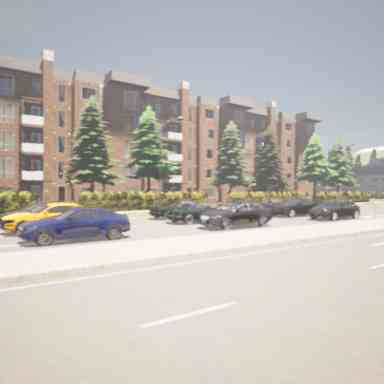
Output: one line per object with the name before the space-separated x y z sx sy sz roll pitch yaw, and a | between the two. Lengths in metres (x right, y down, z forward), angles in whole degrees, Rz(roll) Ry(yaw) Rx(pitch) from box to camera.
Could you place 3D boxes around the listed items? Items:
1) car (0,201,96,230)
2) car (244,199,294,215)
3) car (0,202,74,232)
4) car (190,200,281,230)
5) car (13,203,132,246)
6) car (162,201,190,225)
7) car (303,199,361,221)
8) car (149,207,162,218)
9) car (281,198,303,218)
car | -8.844 1.353 20.358 5.357 1.411 2.033 0 1 -35
car | 7.305 1.393 31.490 4.718 1.301 1.895 0 1 -35
car | -7.056 1.314 17.345 5.008 1.535 1.882 0 1 -35
car | 2.676 1.351 19.848 4.902 1.511 2.128 0 1 -35
car | -4.951 1.392 14.540 4.674 1.442 1.812 0 1 -35
car | 0.625 1.430 22.671 4.718 1.301 1.895 0 1 -35
car | 11.049 1.357 25.627 4.892 1.490 1.837 0 1 -34
car | -0.945 1.400 25.804 4.718 1.301 1.895 0 1 -34
car | 8.869 1.300 28.321 5.008 1.535 1.882 0 1 -34
